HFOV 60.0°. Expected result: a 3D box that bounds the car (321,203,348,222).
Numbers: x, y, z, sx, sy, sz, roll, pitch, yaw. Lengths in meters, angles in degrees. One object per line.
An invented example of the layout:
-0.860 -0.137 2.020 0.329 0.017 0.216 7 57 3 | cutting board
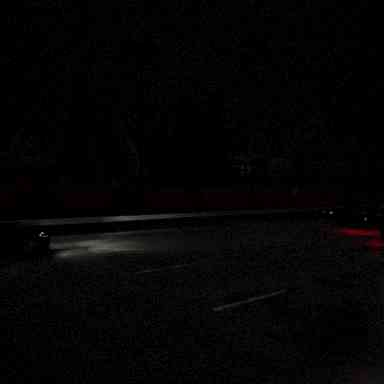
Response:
12.091 1.547 25.503 5.357 1.411 2.033 0 0 -36 | car

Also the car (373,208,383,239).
10.878 1.564 15.969 4.181 1.385 1.994 0 0 -36 | car

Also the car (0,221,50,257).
-7.514 1.478 11.284 5.008 1.535 1.882 0 0 -36 | car

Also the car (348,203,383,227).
12.431 1.477 21.422 5.008 1.535 1.882 0 0 -36 | car
